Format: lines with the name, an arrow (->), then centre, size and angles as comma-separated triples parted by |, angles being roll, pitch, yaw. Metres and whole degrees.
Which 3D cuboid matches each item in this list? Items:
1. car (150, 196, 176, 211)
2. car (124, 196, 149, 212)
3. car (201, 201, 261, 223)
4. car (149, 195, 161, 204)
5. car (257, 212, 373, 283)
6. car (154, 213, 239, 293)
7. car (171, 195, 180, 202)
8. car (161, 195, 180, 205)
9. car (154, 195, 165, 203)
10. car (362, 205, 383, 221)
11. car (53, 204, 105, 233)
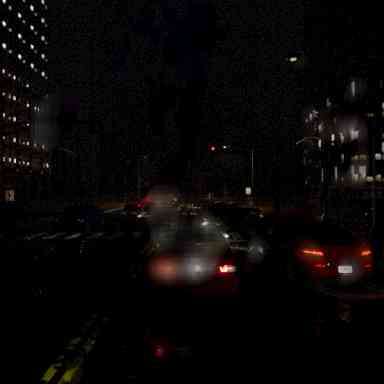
car -> -3.412, 1.504, 40.051 | 2.033, 1.411, 5.357 | 0, 0, -1
car -> -6.677, 1.436, 39.248 | 1.882, 1.535, 5.008 | 0, 0, 0
car -> 2.997, 1.490, 25.690 | 4.902, 1.511, 2.128 | 0, 1, 31
car -> -6.707, 1.399, 55.906 | 1.882, 1.535, 5.008 | 0, 0, 0
car -> 3.330, 1.520, 9.537 | 1.812, 1.442, 4.674 | 0, 0, 0
car -> 0.081, 1.542, 8.951 | 2.033, 1.411, 5.357 | 0, 0, 0
car -> -3.510, 1.384, 70.867 | 1.837, 1.490, 4.892 | 0, 0, -1
car -> -3.457, 1.278, 55.697 | 2.097, 1.767, 4.553 | 0, 0, 0
car -> -6.737, 1.412, 69.823 | 1.812, 1.442, 4.674 | 0, 0, -1
car -> 16.065, 1.611, 26.841 | 4.181, 1.385, 1.994 | 0, 0, 1
car -> -6.636, 1.470, 20.003 | 1.882, 1.535, 5.008 | 0, 0, 0
